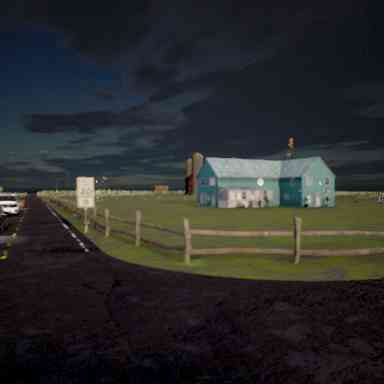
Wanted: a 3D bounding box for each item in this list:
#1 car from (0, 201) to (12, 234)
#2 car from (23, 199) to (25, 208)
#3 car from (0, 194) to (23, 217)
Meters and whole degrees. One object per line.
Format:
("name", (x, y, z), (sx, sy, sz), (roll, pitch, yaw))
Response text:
("car", (-11.543, 1.488, 18.768), (1.837, 1.490, 4.892), (0, 0, -25))
("car", (-24.689, 1.414, 46.824), (2.097, 1.767, 4.553), (0, 0, -25))
("car", (-17.285, 1.206, 30.936), (2.150, 2.045, 5.566), (0, 0, -25))
